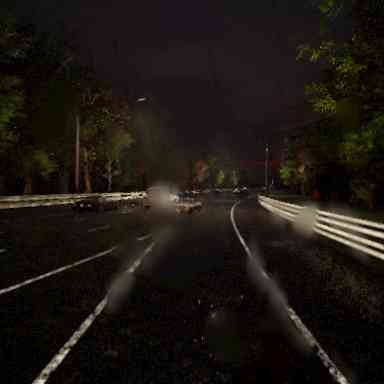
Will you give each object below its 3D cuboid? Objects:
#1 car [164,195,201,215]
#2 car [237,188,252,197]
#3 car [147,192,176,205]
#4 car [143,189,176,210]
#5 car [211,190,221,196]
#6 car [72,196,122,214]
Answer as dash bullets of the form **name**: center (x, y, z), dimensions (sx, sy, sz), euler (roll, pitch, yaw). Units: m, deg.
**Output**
- **car**: center (-0.529, 1.172, 28.024), dimensions (1.895, 1.301, 4.718), euler (1, 1, 14)
- **car**: center (12.786, 0.273, 80.879), dimensions (1.882, 1.535, 5.008), euler (1, 1, 14)
- **car**: center (-3.898, 0.811, 43.291), dimensions (2.033, 1.411, 5.357), euler (1, 1, 14)
- **car**: center (-2.931, 0.685, 32.772), dimensions (2.150, 2.045, 5.566), euler (1, 1, 14)
- **car**: center (5.942, 0.209, 82.363), dimensions (1.812, 1.442, 4.674), euler (1, 1, 14)
- **car**: center (-7.807, 1.028, 27.778), dimensions (2.033, 1.411, 5.357), euler (1, 1, 14)
